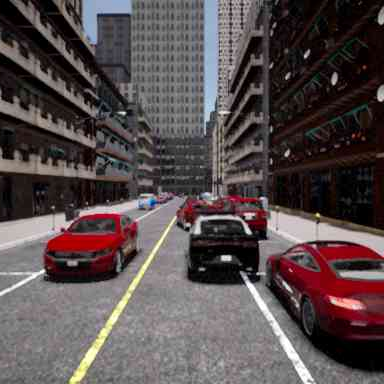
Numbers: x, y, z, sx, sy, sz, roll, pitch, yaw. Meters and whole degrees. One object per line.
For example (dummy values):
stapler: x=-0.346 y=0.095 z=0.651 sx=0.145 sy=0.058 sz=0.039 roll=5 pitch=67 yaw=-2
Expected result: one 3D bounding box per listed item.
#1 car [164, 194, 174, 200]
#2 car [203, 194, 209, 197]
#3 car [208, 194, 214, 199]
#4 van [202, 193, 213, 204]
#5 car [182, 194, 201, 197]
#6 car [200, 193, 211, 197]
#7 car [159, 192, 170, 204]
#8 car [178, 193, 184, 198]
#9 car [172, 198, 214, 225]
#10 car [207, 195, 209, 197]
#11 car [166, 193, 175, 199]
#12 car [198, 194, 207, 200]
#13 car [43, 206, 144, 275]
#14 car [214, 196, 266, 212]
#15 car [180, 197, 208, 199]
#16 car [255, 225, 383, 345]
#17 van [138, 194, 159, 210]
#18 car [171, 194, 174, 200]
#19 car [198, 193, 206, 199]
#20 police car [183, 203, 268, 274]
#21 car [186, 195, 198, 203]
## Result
car: x=-5.357 y=1.150 z=78.309 sx=1.947 sy=1.339 sz=4.313 roll=-1 pitch=0 yaw=0
car: x=2.539 y=1.318 z=39.658 sx=1.752 sy=1.417 sz=4.829 roll=-1 pitch=0 yaw=0
car: x=2.543 y=1.196 z=22.840 sx=2.192 sy=1.841 sz=5.009 roll=-1 pitch=0 yaw=0
van: x=2.530 y=1.046 z=56.134 sx=1.690 sy=1.788 sz=3.998 roll=-1 pitch=0 yaw=0
car: x=-0.011 y=1.233 z=46.679 sx=1.882 sy=1.535 sz=5.008 roll=0 pitch=0 yaw=0
car: x=2.536 y=1.204 z=45.036 sx=1.967 sy=1.590 sz=4.097 roll=-1 pitch=0 yaw=0
car: x=-5.349 y=1.145 z=56.112 sx=1.967 sy=1.590 sz=4.097 roll=-1 pitch=0 yaw=0
car: x=-2.788 y=0.978 z=89.438 sx=1.882 sy=1.535 sz=5.008 roll=0 pitch=0 yaw=0
car: x=0.215 y=1.372 z=20.234 sx=1.882 sy=1.535 sz=5.008 roll=0 pitch=0 yaw=-11
car: x=2.543 y=1.292 z=28.389 sx=1.967 sy=1.590 sz=4.097 roll=-1 pitch=0 yaw=0
car: x=-5.360 y=1.098 z=83.857 sx=1.887 sy=1.381 sz=4.507 roll=-1 pitch=0 yaw=0
car: x=2.523 y=1.128 z=78.331 sx=1.887 sy=1.381 sz=4.507 roll=-1 pitch=0 yaw=0
car: x=-2.855 y=1.423 z=10.437 sx=1.882 sy=1.535 sz=5.008 roll=0 pitch=0 yaw=0
car: x=2.546 y=1.225 z=17.291 sx=2.192 sy=1.841 sz=5.009 roll=-1 pitch=0 yaw=0
car: x=0.266 y=1.368 z=26.312 sx=1.837 sy=1.490 sz=4.892 roll=0 pitch=0 yaw=15
car: x=2.554 y=1.549 z=6.194 sx=1.802 sy=1.307 sz=4.206 roll=-1 pitch=0 yaw=0
van: x=-5.344 y=1.135 z=39.464 sx=1.690 sy=1.788 sz=3.998 roll=-1 pitch=0 yaw=0
car: x=-5.358 y=0.930 z=72.758 sx=2.192 sy=1.841 sz=5.009 roll=-1 pitch=0 yaw=0
car: x=2.520 y=1.078 z=84.050 sx=1.752 sy=1.417 sz=4.829 roll=-1 pitch=0 yaw=0
police car: x=0.820 y=1.370 z=10.545 sx=1.930 sy=1.638 sz=5.238 roll=0 pitch=0 yaw=0
car: x=-0.026 y=1.247 z=60.122 sx=1.994 sy=1.385 sz=4.181 roll=0 pitch=0 yaw=0
